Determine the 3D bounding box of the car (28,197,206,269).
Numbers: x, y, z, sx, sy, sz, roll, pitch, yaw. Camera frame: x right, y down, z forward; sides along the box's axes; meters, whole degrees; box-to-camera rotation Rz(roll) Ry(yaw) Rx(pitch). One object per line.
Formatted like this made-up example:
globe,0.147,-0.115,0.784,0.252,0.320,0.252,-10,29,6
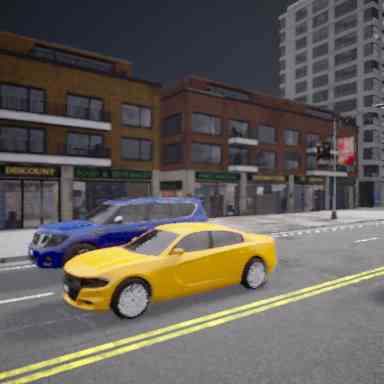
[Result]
car,-1.933,1.208,10.291,5.566,2.045,2.150,0,0,-35

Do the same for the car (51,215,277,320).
car,-0.251,1.465,7.498,5.008,1.535,1.882,0,0,-35
